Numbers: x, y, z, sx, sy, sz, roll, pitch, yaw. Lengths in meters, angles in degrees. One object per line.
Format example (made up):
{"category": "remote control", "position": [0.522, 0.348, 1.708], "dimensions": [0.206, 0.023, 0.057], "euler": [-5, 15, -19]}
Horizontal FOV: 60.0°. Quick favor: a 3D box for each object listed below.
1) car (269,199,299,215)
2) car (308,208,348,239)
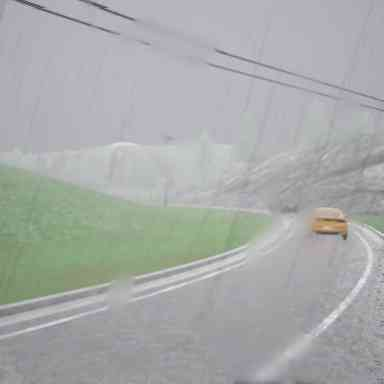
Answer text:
{"category": "car", "position": [10.383, 1.629, 37.844], "dimensions": [2.097, 1.767, 4.553], "euler": [0, 0, -7]}
{"category": "car", "position": [7.570, 1.631, 18.575], "dimensions": [1.882, 1.535, 5.008], "euler": [0, 0, 23]}
